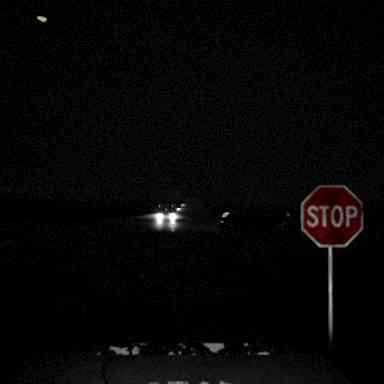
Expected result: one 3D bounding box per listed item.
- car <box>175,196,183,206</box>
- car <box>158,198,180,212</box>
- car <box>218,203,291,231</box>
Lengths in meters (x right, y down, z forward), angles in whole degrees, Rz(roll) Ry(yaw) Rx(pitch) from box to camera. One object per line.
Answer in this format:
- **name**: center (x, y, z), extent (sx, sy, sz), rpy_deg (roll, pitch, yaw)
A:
- **car**: center (-2.708, 1.631, 48.878), extent (1.994, 1.385, 4.181), rpy_deg (0, 0, 0)
- **car**: center (-2.794, 1.649, 38.699), extent (1.895, 1.301, 4.718), rpy_deg (0, 0, 1)
- **car**: center (3.978, 1.481, 21.551), extent (4.553, 1.767, 2.097), rpy_deg (2, 0, 0)
